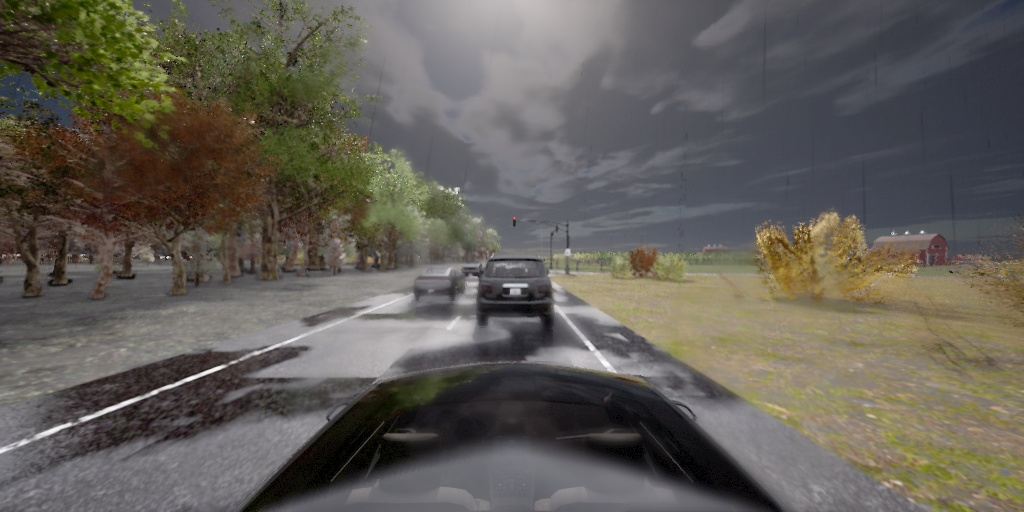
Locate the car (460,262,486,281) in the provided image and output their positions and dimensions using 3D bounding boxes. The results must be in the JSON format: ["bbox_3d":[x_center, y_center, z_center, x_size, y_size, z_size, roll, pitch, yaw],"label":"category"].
[{"bbox_3d":[-3.393,1.311,32.255,1.837,1.490,4.892,0,0,0],"label":"car"}]

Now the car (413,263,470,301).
[{"bbox_3d":[-3.397,1.271,17.497,2.128,1.511,4.902,0,0,0],"label":"car"}]

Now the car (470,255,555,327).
[{"bbox_3d":[0.099,0.992,11.759,2.150,2.045,5.566,0,0,0],"label":"car"}]
